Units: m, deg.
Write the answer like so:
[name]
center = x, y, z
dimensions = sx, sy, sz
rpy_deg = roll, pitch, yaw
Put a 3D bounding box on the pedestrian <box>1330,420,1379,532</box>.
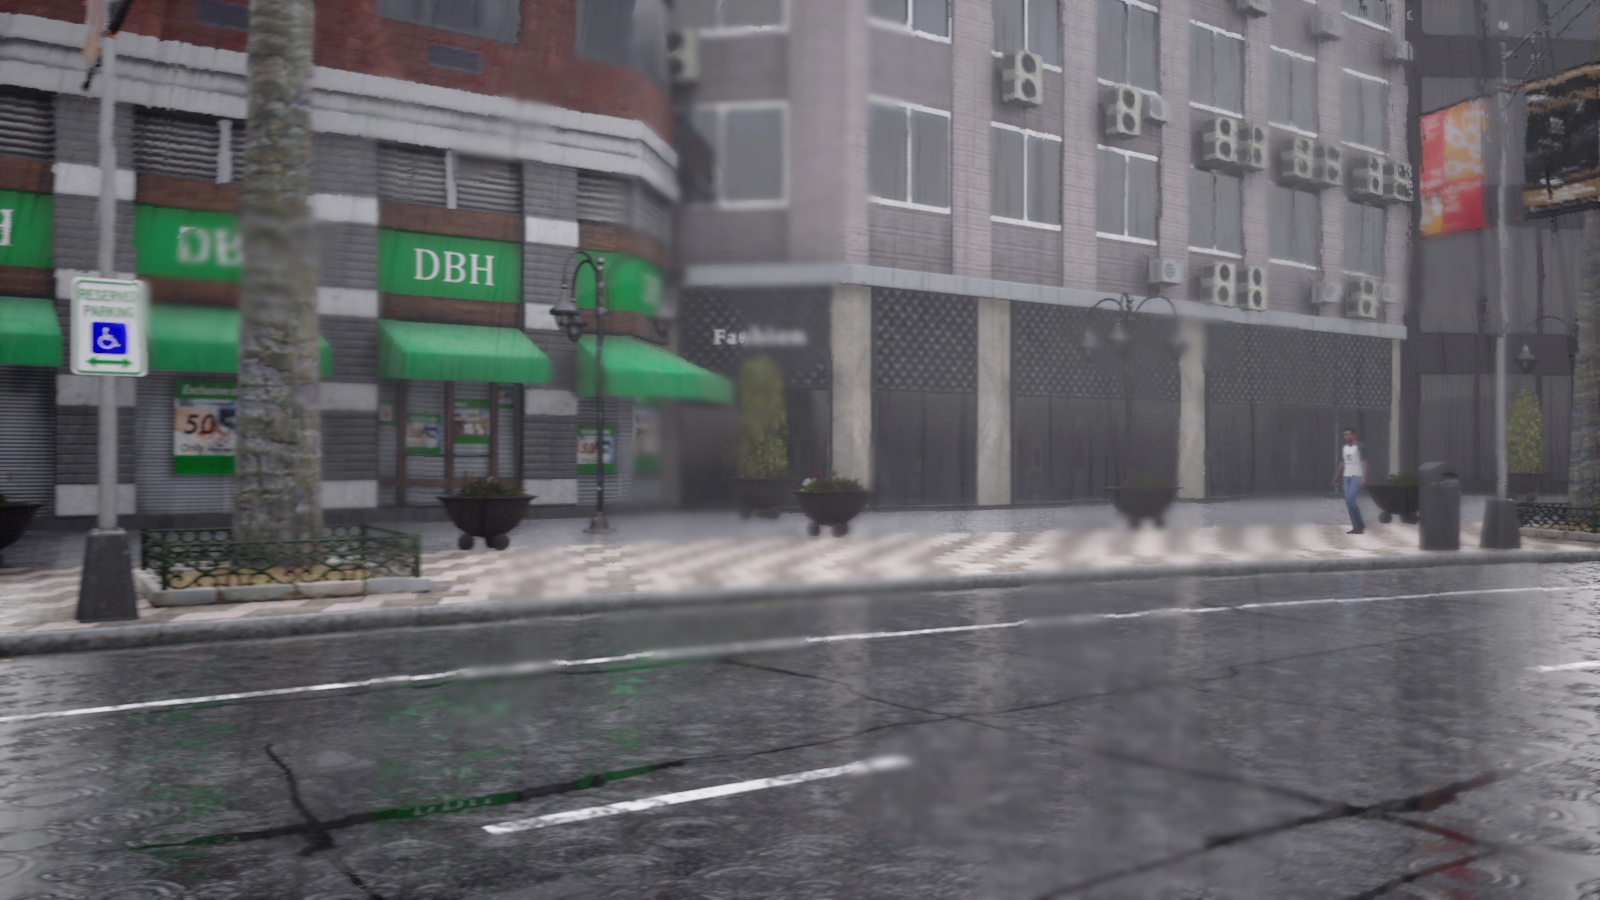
[pedestrian]
center = 9.255, 0.431, 20.960
dimensions = 0.706, 1.836, 0.354
rpy_deg = 0, 0, -24
